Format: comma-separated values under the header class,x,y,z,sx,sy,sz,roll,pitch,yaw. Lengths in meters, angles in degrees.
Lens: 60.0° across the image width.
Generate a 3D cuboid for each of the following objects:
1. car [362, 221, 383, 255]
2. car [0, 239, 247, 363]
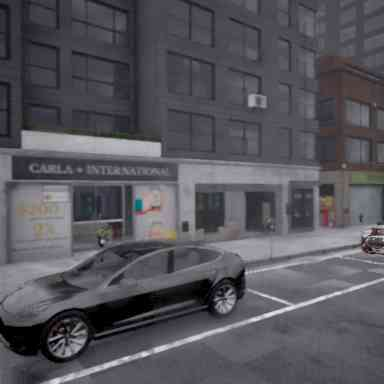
class,x,y,z,sx,sy,sz,roll,pitch,yaw
car,8.043,1.475,12.284,4.097,1.590,1.967,0,-1,-36
car,-0.922,1.573,5.883,4.313,1.339,1.947,0,-1,-36
